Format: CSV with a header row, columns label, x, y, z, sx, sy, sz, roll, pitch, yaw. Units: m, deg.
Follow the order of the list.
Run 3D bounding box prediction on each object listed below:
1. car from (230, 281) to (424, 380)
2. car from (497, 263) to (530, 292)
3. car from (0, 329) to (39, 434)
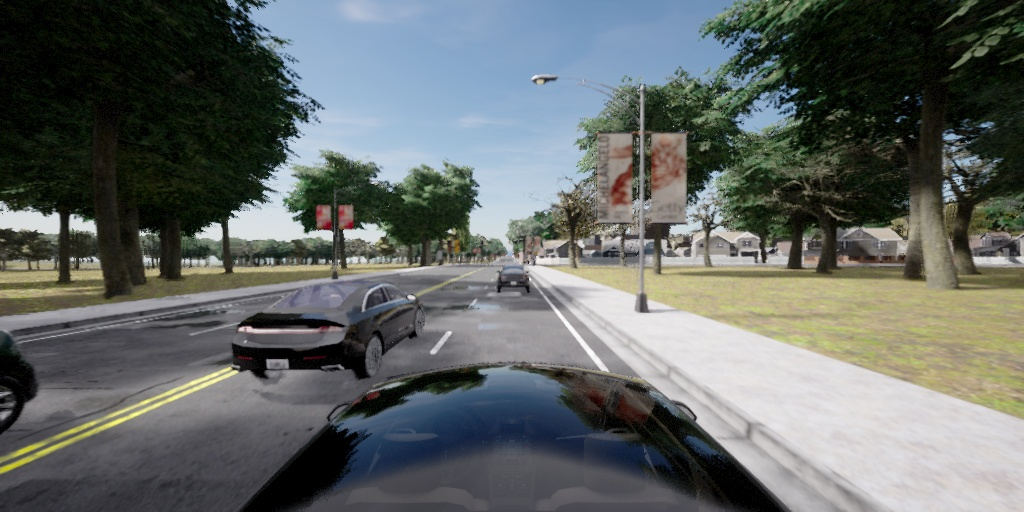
label,x,y,z,sx,sy,sz,roll,pitch,yaw
car,-3.154,1.240,7.246,2.128,1.511,4.902,0,0,0
car,0.083,1.280,21.298,1.812,1.442,4.674,0,0,0
car,-6.595,1.103,2.144,2.097,1.767,4.553,0,0,0
